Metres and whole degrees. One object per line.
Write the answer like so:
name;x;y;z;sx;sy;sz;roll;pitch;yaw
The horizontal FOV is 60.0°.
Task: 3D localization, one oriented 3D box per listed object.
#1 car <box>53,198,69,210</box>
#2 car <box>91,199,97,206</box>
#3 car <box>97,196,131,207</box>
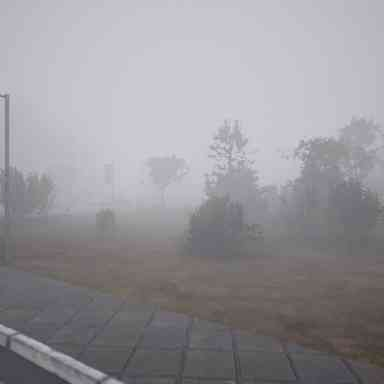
car;-17.719;1.484;41.216;2.128;1.511;4.902;0;0;39
car;-13.449;1.397;52.083;1.882;1.535;5.008;0;1;39
car;-11.195;1.528;49.304;1.895;1.301;4.718;0;1;39
